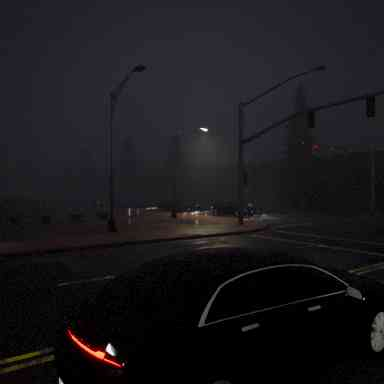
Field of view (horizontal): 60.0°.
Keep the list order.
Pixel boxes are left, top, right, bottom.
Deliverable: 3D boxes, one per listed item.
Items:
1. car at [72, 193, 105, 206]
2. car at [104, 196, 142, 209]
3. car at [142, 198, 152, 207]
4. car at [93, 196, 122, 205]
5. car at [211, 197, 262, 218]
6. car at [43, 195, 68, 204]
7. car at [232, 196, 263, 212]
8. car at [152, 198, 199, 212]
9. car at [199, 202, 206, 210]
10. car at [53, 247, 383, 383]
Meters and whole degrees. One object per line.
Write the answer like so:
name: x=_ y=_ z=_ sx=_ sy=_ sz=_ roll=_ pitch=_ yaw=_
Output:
car: x=-16.722 y=1.221 z=54.019 sx=5.566 sy=2.045 sz=2.150 roll=0 pitch=0 yaw=20
car: x=-9.483 y=1.526 z=45.757 sx=4.674 sy=1.442 sz=1.812 roll=0 pitch=0 yaw=36
car: x=-7.715 y=1.564 z=48.734 sx=4.181 sy=1.385 sz=1.994 roll=0 pitch=0 yaw=35
car: x=-15.507 y=1.478 z=61.060 sx=5.008 sy=1.535 sz=1.882 roll=0 pitch=0 yaw=21
car: x=3.793 y=1.505 z=30.861 sx=1.837 sy=1.490 sz=4.892 roll=0 pitch=0 yaw=-36
car: x=-26.230 y=1.352 z=63.806 sx=4.553 sy=1.767 sz=2.097 roll=0 pitch=0 yaw=9
car: x=5.231 y=1.352 z=34.765 sx=2.097 sy=1.767 sz=4.553 roll=0 pitch=0 yaw=-37
car: x=-2.015 y=1.547 z=38.683 sx=2.033 sy=1.411 sz=5.357 roll=0 pitch=0 yaw=-39
car: x=-0.363 y=1.505 z=41.912 sx=1.837 sy=1.490 sz=4.892 roll=0 pitch=0 yaw=-41
car: x=0.823 y=1.505 z=4.384 sx=4.892 sy=1.490 sz=1.837 roll=0 pitch=0 yaw=-35
